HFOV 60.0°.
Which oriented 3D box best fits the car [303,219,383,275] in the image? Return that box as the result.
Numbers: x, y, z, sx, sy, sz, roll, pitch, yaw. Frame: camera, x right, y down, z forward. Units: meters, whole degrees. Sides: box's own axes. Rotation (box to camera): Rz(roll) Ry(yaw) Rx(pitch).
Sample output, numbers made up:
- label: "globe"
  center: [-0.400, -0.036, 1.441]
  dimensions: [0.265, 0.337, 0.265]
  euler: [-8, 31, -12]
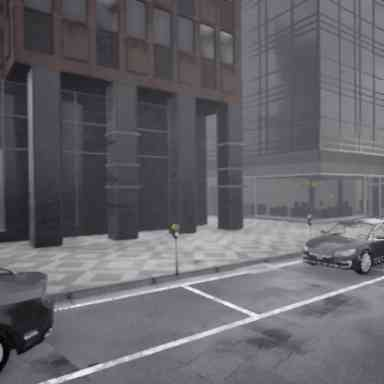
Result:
- label: "car"
  center: [5.237, 1.531, 10.279]
  dimensions: [4.403, 1.369, 2.008]
  euler: [0, -1, -35]

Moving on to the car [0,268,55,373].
- label: "car"
  center: [-3.921, 1.553, 3.746]
  dimensions: [4.403, 1.369, 2.008]
  euler: [0, -1, -35]
